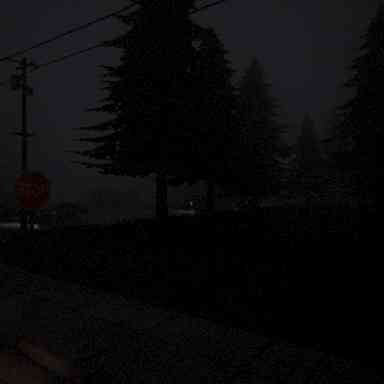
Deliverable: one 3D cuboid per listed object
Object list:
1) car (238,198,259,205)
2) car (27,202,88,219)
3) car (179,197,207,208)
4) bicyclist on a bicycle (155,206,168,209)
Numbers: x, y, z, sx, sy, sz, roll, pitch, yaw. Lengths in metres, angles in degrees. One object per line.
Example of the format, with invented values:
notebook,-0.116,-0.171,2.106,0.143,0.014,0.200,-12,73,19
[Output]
car,8.066,1.564,47.223,1.812,1.442,4.674,0,0,34
car,-10.412,1.543,25.964,1.837,1.490,4.892,0,0,34
car,0.333,1.391,42.143,2.097,1.767,4.553,0,0,34
bicyclist on a bicycle,-2.257,1.338,24.722,1.656,1.620,0.582,0,0,34
